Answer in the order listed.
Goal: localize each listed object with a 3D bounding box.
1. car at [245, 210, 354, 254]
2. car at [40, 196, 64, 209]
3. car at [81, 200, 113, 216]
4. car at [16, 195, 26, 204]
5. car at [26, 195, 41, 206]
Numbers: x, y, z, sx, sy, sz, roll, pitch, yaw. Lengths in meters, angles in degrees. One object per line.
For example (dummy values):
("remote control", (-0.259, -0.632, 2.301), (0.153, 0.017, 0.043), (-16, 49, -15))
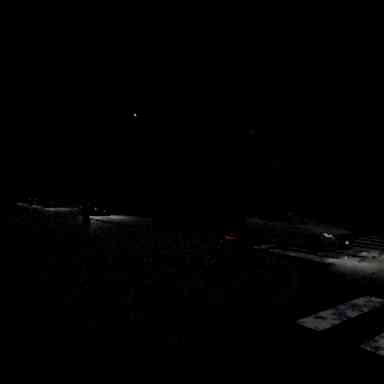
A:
("car", (4.089, 1.491, 13.566), (1.812, 1.442, 4.674), (1, 0, -36))
("car", (-19.047, 1.503, 45.816), (1.812, 1.442, 4.674), (1, 0, -36))
("car", (-9.333, 1.497, 32.272), (1.812, 1.442, 4.674), (1, 0, -36))
("car", (-32.974, 1.342, 65.228), (2.097, 1.767, 4.553), (1, 0, -36))
("car", (-25.080, 1.323, 54.225), (2.097, 1.767, 4.553), (1, -1, -36))
